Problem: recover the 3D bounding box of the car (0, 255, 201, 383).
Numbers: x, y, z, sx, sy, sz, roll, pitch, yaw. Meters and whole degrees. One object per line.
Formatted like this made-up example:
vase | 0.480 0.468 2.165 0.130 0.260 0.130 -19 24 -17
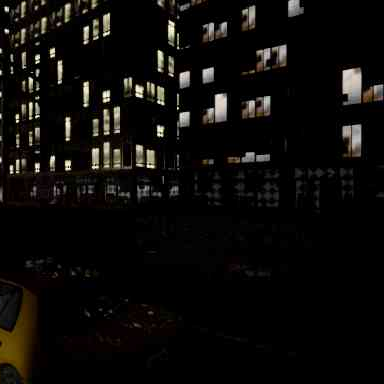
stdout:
car | -2.189 1.525 4.432 4.829 1.417 1.752 0 0 36
